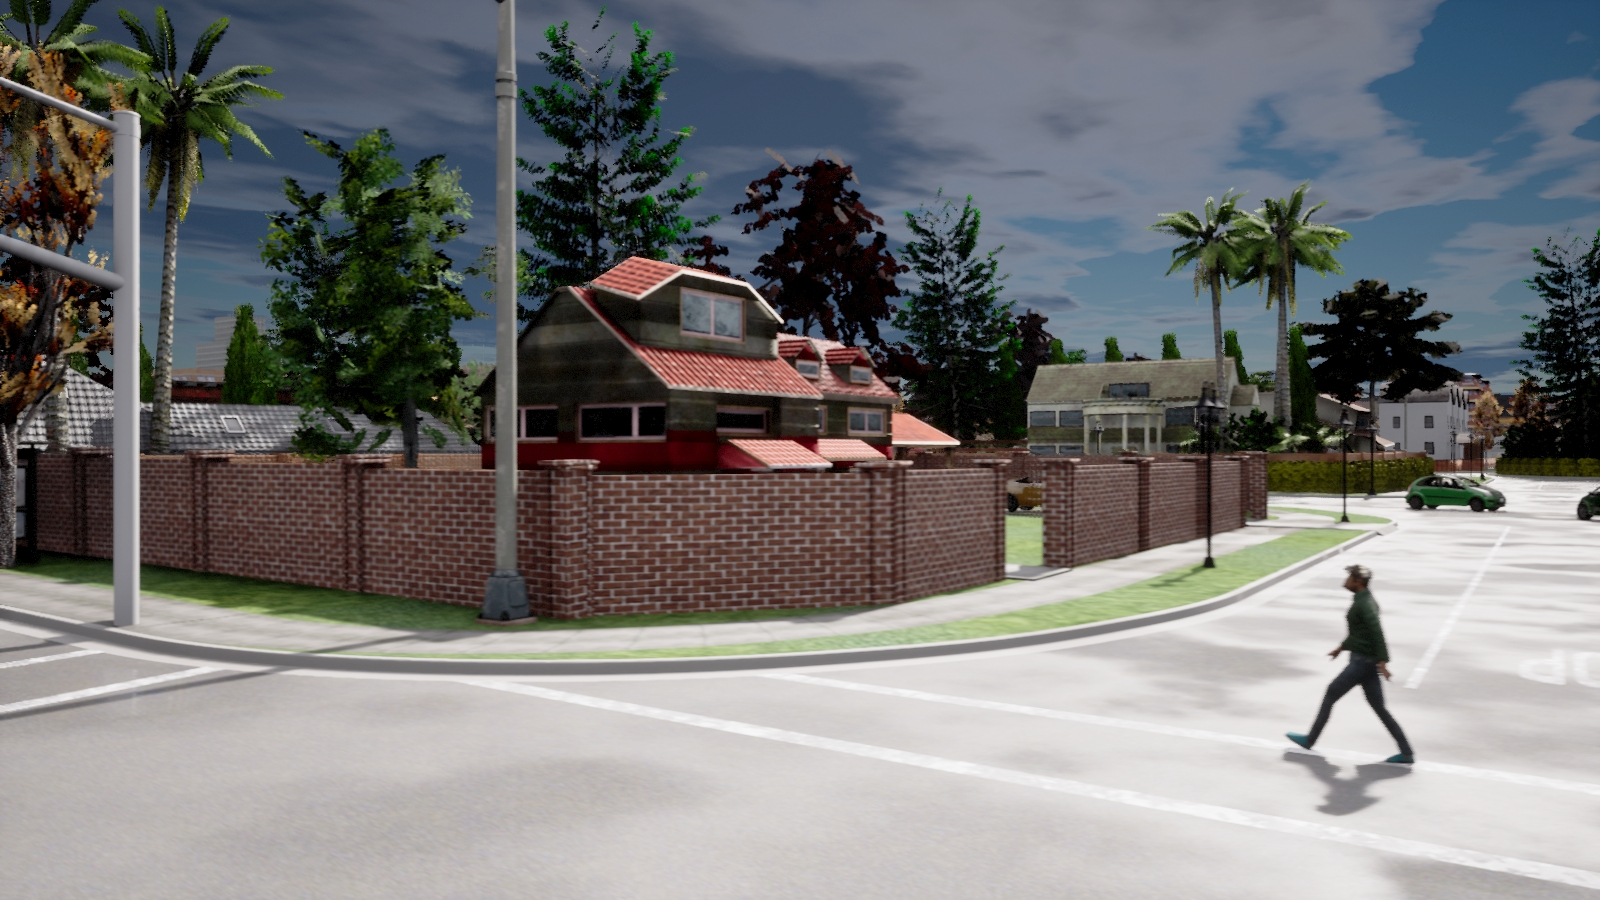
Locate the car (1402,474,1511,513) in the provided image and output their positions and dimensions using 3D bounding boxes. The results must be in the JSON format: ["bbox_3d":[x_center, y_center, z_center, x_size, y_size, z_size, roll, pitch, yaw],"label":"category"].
[{"bbox_3d":[30.391,1.992,52.982,1.851,1.617,3.988,0,0,-35],"label":"car"}]

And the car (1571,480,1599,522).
[{"bbox_3d":[32.535,2.045,45.266,1.851,1.617,3.988,0,0,10],"label":"car"}]

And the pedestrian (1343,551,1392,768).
[{"bbox_3d":[5.115,1.863,10.297,0.375,1.860,0.375,0,0,30],"label":"pedestrian"}]
